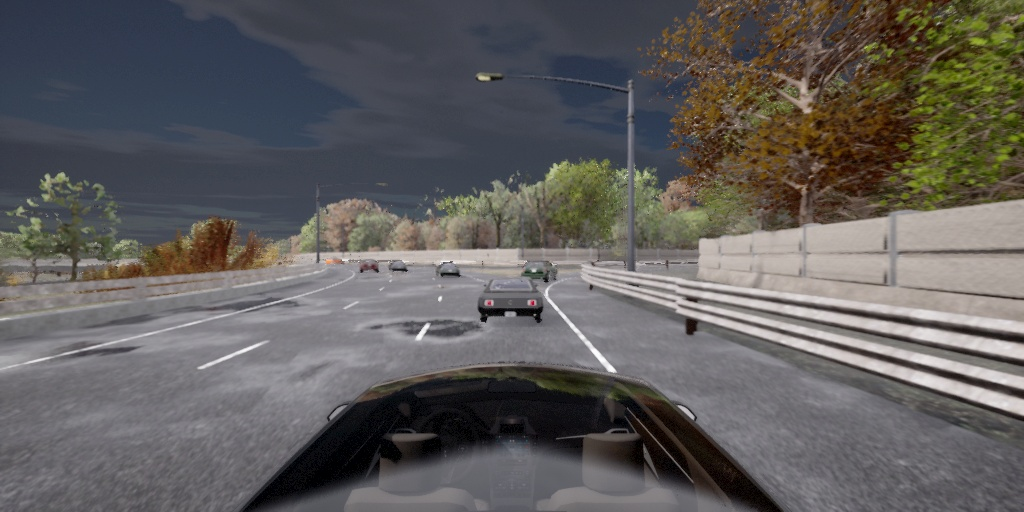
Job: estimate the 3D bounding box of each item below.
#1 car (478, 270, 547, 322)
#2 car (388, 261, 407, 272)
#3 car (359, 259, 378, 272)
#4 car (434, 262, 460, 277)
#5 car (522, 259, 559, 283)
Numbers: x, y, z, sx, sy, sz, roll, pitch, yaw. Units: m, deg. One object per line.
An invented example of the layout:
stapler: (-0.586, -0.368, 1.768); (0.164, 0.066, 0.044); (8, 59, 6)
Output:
car: (-0.021, 1.347, 12.285); (1.895, 1.301, 4.718); (0, 0, 0)
car: (-15.046, 1.322, 46.988); (1.994, 1.385, 4.181); (0, 0, -26)
car: (-18.375, 1.116, 45.822); (2.097, 1.767, 4.553); (0, 0, -26)
car: (-6.378, 1.312, 35.209); (1.994, 1.385, 4.181); (0, 0, -19)
car: (2.273, 1.088, 28.124); (2.097, 1.767, 4.553); (0, 0, 18)
